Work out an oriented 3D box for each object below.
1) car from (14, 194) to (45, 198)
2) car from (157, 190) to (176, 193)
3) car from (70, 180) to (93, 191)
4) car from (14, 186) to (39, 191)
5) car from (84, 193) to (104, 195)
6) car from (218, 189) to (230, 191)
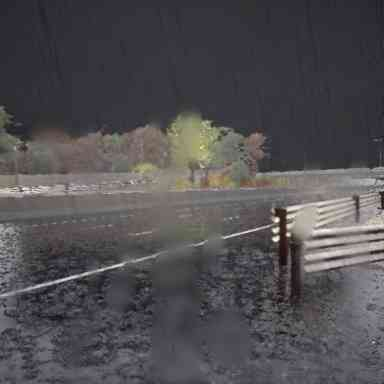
[{"bbox_3d":[-16.352,0.891,33.044,2.033,1.411,5.357,0,1,36],"label":"car"},{"bbox_3d":[-3.969,0.404,50.002,2.128,1.511,4.902,0,1,37],"label":"car"},{"bbox_3d":[-22.299,-1.373,67.518,2.150,2.045,5.566,-1,3,16],"label":"car"},{"bbox_3d":[-26.396,-0.229,52.741,1.837,1.490,4.892,-1,2,15],"label":"car"},{"bbox_3d":[-9.372,0.819,30.732,1.812,1.442,4.674,0,1,36],"label":"car"},{"bbox_3d":[4.744,0.311,50.042,1.837,1.490,4.892,0,1,37],"label":"car"}]
